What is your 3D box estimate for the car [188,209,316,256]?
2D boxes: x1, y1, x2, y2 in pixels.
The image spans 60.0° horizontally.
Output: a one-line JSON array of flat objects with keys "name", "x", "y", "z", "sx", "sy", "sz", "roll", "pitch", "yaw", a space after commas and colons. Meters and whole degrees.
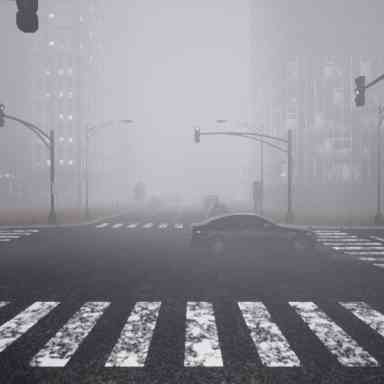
[{"name": "car", "x": 2.203, "y": 1.524, "z": 12.495, "sx": 4.674, "sy": 1.442, "sz": 1.812, "roll": 0, "pitch": 0, "yaw": 0}]

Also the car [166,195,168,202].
[{"name": "car", "x": -5.336, "y": 1.557, "z": 54.175, "sx": 1.802, "sy": 1.307, "sz": 4.206, "roll": -1, "pitch": 0, "yaw": 0}]

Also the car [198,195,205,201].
[{"name": "car", "x": 2.537, "y": 1.474, "z": 87.518, "sx": 1.752, "sy": 1.417, "sz": 4.829, "roll": -1, "pitch": 0, "yaw": 0}]

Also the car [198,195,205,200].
[{"name": "car", "x": 2.536, "y": 1.489, "z": 92.873, "sx": 1.887, "sy": 1.381, "sz": 4.507, "roll": -1, "pitch": 0, "yaw": 0}]

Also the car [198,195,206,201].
[{"name": "car", "x": 2.539, "y": 1.536, "z": 81.824, "sx": 1.802, "sy": 1.307, "sz": 4.206, "roll": -1, "pitch": 0, "yaw": 0}]

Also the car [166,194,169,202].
[{"name": "car", "x": -5.341, "y": 1.403, "z": 70.748, "sx": 1.967, "sy": 1.590, "sz": 4.097, "roll": -1, "pitch": 0, "yaw": 0}]

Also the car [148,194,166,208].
[{"name": "car", "x": -5.337, "y": 1.419, "z": 48.650, "sx": 1.967, "sy": 1.590, "sz": 4.097, "roll": -1, "pitch": 0, "yaw": 0}]

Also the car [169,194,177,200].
[{"name": "car", "x": -5.346, "y": 1.384, "z": 92.846, "sx": 1.967, "sy": 1.590, "sz": 4.097, "roll": -1, "pitch": 0, "yaw": 0}]

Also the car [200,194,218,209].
[{"name": "car", "x": 2.530, "y": 1.297, "z": 43.152, "sx": 2.192, "sy": 1.841, "sz": 5.009, "roll": -1, "pitch": 0, "yaw": 0}]

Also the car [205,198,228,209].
[{"name": "car", "x": 2.516, "y": 1.569, "z": 32.102, "sx": 1.802, "sy": 1.307, "sz": 4.206, "roll": -1, "pitch": 0, "yaw": 0}]

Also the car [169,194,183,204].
[{"name": "car", "x": -2.763, "y": 1.320, "z": 64.366, "sx": 2.097, "sy": 1.767, "sz": 4.553, "roll": 0, "pitch": 0, "yaw": 0}]

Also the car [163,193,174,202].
[{"name": "car", "x": -5.344, "y": 1.273, "z": 76.273, "sx": 2.192, "sy": 1.841, "sz": 5.009, "roll": -1, "pitch": 0, "yaw": 0}]

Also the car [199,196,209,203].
[{"name": "car", "x": 2.540, "y": 1.508, "z": 70.774, "sx": 1.887, "sy": 1.381, "sz": 4.507, "roll": -1, "pitch": 0, "yaw": 0}]
